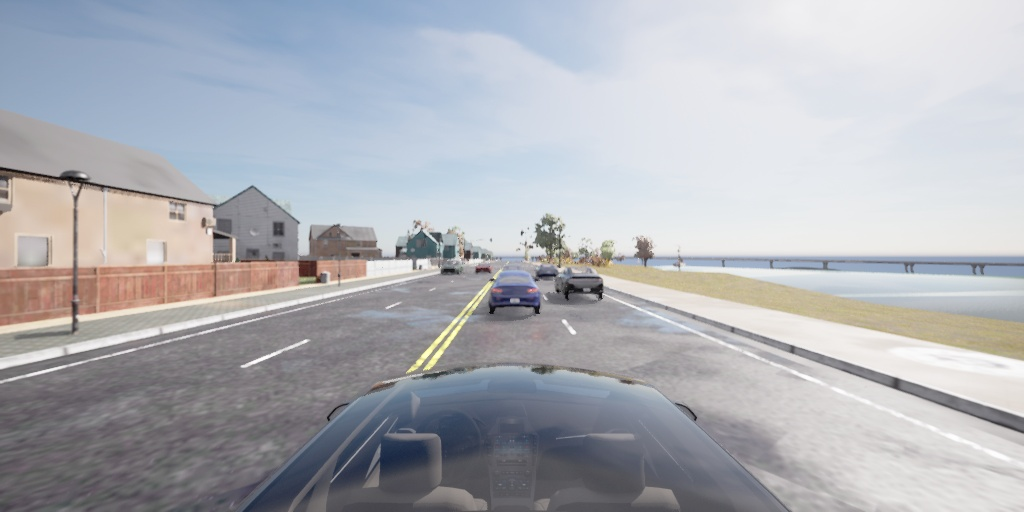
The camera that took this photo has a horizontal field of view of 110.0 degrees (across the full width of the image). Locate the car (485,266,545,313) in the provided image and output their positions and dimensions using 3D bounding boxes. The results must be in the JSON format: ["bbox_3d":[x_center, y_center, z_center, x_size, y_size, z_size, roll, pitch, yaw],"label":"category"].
[{"bbox_3d":[0.093,1.312,14.098,1.812,1.442,4.674,0,0,0],"label":"car"}]

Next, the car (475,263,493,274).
[{"bbox_3d":[-3.365,1.489,43.022,1.895,1.301,4.718,0,0,0],"label":"car"}]

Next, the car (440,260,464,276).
[{"bbox_3d":[-6.616,1.228,40.034,2.097,1.767,4.553,0,0,0],"label":"car"}]

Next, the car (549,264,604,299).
[{"bbox_3d":[3.333,1.291,18.340,2.128,1.511,4.902,0,0,0],"label":"car"}]

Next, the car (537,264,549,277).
[{"bbox_3d":[3.324,1.419,34.271,1.994,1.385,4.181,0,0,0],"label":"car"}]
